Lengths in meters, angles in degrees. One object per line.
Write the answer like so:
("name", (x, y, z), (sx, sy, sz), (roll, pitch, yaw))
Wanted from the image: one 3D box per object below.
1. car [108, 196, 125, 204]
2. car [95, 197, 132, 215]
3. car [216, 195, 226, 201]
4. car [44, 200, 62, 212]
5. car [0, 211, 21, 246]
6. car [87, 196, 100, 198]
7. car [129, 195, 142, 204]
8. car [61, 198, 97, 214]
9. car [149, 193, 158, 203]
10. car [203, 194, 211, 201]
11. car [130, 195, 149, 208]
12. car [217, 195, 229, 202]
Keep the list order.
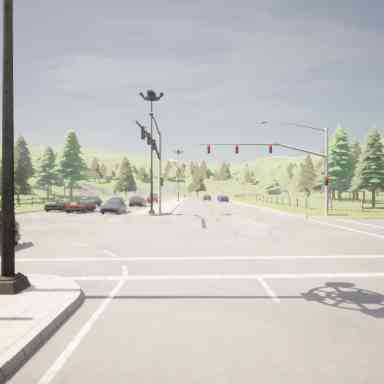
("car", (-14.957, 1.547, 66.279), (2.033, 1.411, 5.357), (0, 0, 0))
("car", (-8.074, 1.547, 34.588), (2.033, 1.411, 5.357), (0, 0, 0))
("car", (7.320, 1.525, 84.279), (2.128, 1.511, 4.902), (0, 0, 2))
("car", (-15.073, 1.601, 38.034), (1.895, 1.301, 4.718), (0, 0, 0))
("car", (-8.092, 1.505, 12.013), (1.837, 1.490, 4.892), (0, 0, 0))
("car", (-15.056, 1.354, 50.221), (2.097, 1.767, 4.553), (0, 0, 0))
("car", (-11.450, 1.478, 67.600), (1.882, 1.535, 5.008), (0, 0, 0))
("car", (-11.669, 1.601, 35.198), (1.895, 1.301, 4.718), (0, 0, 2))
("car", (-7.944, 1.222, 68.874), (2.150, 2.045, 5.566), (0, 0, 0))
("car", (3.812, 1.355, 84.021), (2.097, 1.767, 4.553), (0, 0, 2))
("car", (-8.058, 1.477, 49.386), (1.882, 1.535, 5.008), (0, 0, 0))
("car", (7.095, 1.478, 73.875), (1.882, 1.535, 5.008), (0, 0, 1))
